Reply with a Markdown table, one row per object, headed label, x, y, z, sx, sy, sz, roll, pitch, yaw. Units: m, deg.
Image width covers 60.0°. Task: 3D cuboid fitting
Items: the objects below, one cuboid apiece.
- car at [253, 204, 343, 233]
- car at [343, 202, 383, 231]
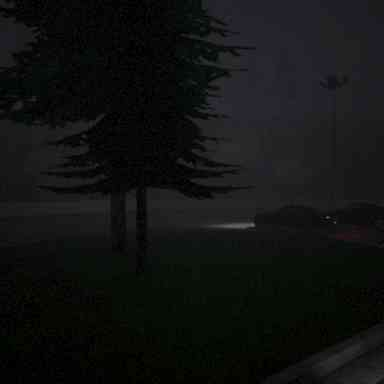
| label | x | y | z | sx | sy | sz | roll | pitch | yaw |
| --- | --- | --- | --- | --- | --- | --- | --- | --- | --- |
| car | 5.770 | 1.417 | 19.000 | 4.674 | 1.442 | 1.812 | 0 | 0 | 40 |
| car | 10.091 | 1.342 | 19.748 | 1.882 | 1.535 | 5.008 | 1 | 0 | -37 |
